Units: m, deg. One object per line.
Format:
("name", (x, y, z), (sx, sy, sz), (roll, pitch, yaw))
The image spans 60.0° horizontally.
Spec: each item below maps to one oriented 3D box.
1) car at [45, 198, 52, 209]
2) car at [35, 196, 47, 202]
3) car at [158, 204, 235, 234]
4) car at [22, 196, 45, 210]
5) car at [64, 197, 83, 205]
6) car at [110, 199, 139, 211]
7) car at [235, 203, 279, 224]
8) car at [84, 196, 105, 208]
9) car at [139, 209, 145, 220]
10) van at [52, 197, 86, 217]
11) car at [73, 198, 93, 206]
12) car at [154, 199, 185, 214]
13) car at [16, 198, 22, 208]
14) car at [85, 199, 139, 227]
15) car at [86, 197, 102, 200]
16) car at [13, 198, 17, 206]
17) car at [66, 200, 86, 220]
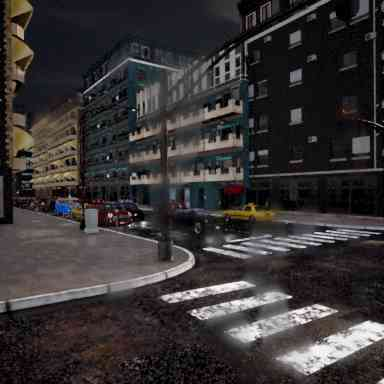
("car", (-18.291, 1.629, 45.986), (2.128, 1.511, 4.902), (-1, 1, -35))
("car", (-37.560, 1.728, 82.874), (1.887, 1.381, 4.507), (-1, 1, -35))
("car", (0.143, 1.658, 20.020), (1.895, 1.301, 4.718), (-1, 0, -35))
("car", (-21.895, 1.628, 46.465), (1.967, 1.590, 4.097), (-1, 1, -35))
("car", (-21.496, 1.646, 60.342), (2.008, 1.369, 4.403), (-1, 1, -35))
("car", (-8.644, 1.582, 42.317), (2.008, 1.369, 4.403), (-1, 1, -35))
("car", (4.108, 1.498, 24.431), (1.752, 1.417, 4.829), (-1, 1, -35))
("car", (-15.072, 1.502, 51.329), (1.967, 1.590, 4.097), (-1, 1, -35))
("car", (-5.663, 1.646, 28.168), (1.994, 1.385, 4.181), (-1, 0, -35))
("van", (-12.257, 1.483, 32.945), (1.690, 1.788, 3.998), (-1, 1, -35))
("car", (-18.283, 1.644, 55.836), (1.947, 1.339, 4.313), (-1, 1, -35))
("car", (-2.220, 1.441, 33.304), (1.967, 1.590, 4.097), (-1, 1, -35))
("car", (-25.105, 1.770, 50.972), (1.947, 1.339, 4.313), (-1, 1, -35))
("car", (-5.830, 1.553, 23.935), (1.967, 1.590, 4.097), (-1, 1, -35))
("car", (-11.693, 1.588, 36.633), (1.882, 1.535, 5.008), (-1, 0, -35))
("car", (-31.531, 1.783, 59.984), (1.887, 1.381, 4.507), (-1, 1, -35))
("car", (-8.943, 1.652, 28.303), (1.752, 1.417, 4.829), (-1, 1, -35))
